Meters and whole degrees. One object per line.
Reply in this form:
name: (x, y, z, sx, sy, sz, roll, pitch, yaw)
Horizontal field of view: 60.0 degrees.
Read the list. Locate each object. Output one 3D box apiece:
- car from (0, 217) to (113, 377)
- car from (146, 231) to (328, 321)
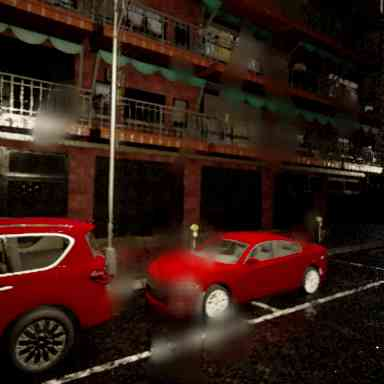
car: (-3.479, 1.310, 4.057, 5.009, 1.841, 2.192, 1, 1, -35)
car: (1.155, 1.593, 7.367, 4.507, 1.381, 1.887, 1, 1, -35)
